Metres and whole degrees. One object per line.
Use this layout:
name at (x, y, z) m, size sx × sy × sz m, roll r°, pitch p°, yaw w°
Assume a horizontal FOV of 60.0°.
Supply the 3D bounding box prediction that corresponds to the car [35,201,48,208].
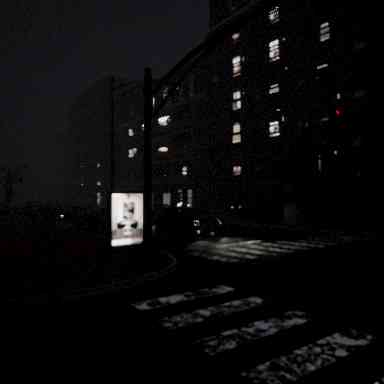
car at (-35.103, 2.867, 77.372) m, size 1.947 × 1.339 × 4.313 m, roll -1°, pitch 0°, yaw -36°

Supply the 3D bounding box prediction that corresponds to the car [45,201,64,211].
car at (-23.829, 2.444, 57.414) m, size 1.882 × 1.535 × 5.008 m, roll 0°, pitch -1°, yaw -36°

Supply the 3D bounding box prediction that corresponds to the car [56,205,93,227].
car at (-9.321, 2.034, 27.281) m, size 2.008 × 1.369 × 4.403 m, roll -1°, pitch 0°, yaw -36°

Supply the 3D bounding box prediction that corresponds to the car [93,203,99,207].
car at (-6.300, 1.969, 27.769) m, size 1.837 × 1.490 × 4.892 m, roll 0°, pitch -1°, yaw -36°

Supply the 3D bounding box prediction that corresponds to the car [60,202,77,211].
car at (-22.033, 2.556, 59.333) m, size 1.802 × 1.307 × 4.206 m, roll -1°, pitch 0°, yaw -36°

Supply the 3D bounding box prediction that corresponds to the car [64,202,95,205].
car at (-12.334, 2.140, 36.100) m, size 1.812 × 1.442 × 4.674 m, roll 0°, pitch -1°, yaw -36°

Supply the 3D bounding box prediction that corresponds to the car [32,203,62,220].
car at (-15.403, 2.180, 35.753) m, size 1.887 × 1.381 × 4.507 m, roll -1°, pitch 0°, yaw -36°

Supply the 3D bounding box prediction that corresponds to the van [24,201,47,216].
van at (-20.325, 2.100, 42.638) m, size 1.690 × 1.788 × 3.998 m, roll -1°, pitch 0°, yaw -36°

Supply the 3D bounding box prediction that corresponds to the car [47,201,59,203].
car at (-18.463, 2.332, 44.676) m, size 1.994 × 1.385 × 4.181 m, roll 0°, pitch -1°, yaw -33°

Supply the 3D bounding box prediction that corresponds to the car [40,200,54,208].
car at (-31.838, 2.659, 72.863) m, size 1.967 × 1.590 × 4.097 m, roll -1°, pitch 0°, yaw -36°

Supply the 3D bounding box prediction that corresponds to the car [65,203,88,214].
car at (-16.472, 2.346, 47.259) m, size 1.994 × 1.385 × 4.181 m, roll 0°, pitch -1°, yaw -36°

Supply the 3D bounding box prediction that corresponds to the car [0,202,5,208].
car at (-38.623, 2.768, 67.947) m, size 2.008 × 1.369 × 4.403 m, roll -1°, pitch 0°, yaw -36°

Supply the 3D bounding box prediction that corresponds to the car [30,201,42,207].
car at (-38.371, 2.928, 81.883) m, size 1.887 × 1.381 × 4.507 m, roll -1°, pitch 0°, yaw -36°

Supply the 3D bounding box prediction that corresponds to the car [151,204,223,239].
car at (-0.255, 1.667, 19.487) m, size 2.097 × 1.767 × 4.553 m, roll 0°, pitch -1°, yaw -37°

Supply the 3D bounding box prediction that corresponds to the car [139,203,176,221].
car at (-3.639, 1.958, 34.160) m, size 1.967 × 1.590 × 4.097 m, roll -1°, pitch 0°, yaw -36°

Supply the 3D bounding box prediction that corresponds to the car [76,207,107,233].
car at (-6.054, 1.953, 22.771) m, size 2.008 × 1.369 × 4.403 m, roll -1°, pitch 0°, yaw -36°
